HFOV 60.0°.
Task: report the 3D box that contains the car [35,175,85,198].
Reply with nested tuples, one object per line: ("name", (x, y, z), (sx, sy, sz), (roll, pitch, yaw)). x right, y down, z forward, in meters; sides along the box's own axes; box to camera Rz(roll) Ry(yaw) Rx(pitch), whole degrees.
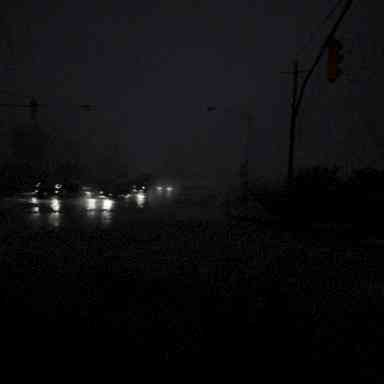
("car", (-10.310, -0.567, 26.364), (2.097, 1.767, 4.553), (3, 3, 8))

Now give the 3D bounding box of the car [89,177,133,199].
("car", (-6.644, -0.246, 27.260), (1.994, 1.385, 4.181), (3, 3, 7))

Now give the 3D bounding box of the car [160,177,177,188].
("car", (-3.577, -1.497, 51.335), (1.837, 1.490, 4.892), (3, 3, 8))

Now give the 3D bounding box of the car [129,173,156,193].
("car", (-5.472, -1.047, 36.482), (2.150, 2.045, 5.566), (3, 3, 7))

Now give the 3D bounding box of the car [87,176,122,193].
("car", (-9.150, -0.854, 35.280), (1.837, 1.490, 4.892), (3, 3, 8))
